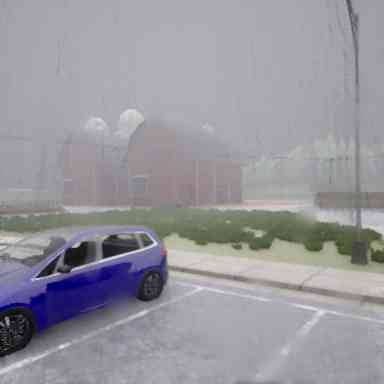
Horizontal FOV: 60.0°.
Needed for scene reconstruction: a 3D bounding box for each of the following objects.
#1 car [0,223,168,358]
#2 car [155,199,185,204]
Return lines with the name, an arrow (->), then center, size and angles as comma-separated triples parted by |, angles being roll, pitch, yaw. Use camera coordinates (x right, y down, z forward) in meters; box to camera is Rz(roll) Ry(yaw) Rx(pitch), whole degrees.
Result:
car -> -2.535, 1.542, 6.556 | 2.242, 1.667, 4.611 | -1, 0, 36
car -> -2.837, 1.759, 46.126 | 4.902, 1.511, 2.128 | -1, 0, -17
